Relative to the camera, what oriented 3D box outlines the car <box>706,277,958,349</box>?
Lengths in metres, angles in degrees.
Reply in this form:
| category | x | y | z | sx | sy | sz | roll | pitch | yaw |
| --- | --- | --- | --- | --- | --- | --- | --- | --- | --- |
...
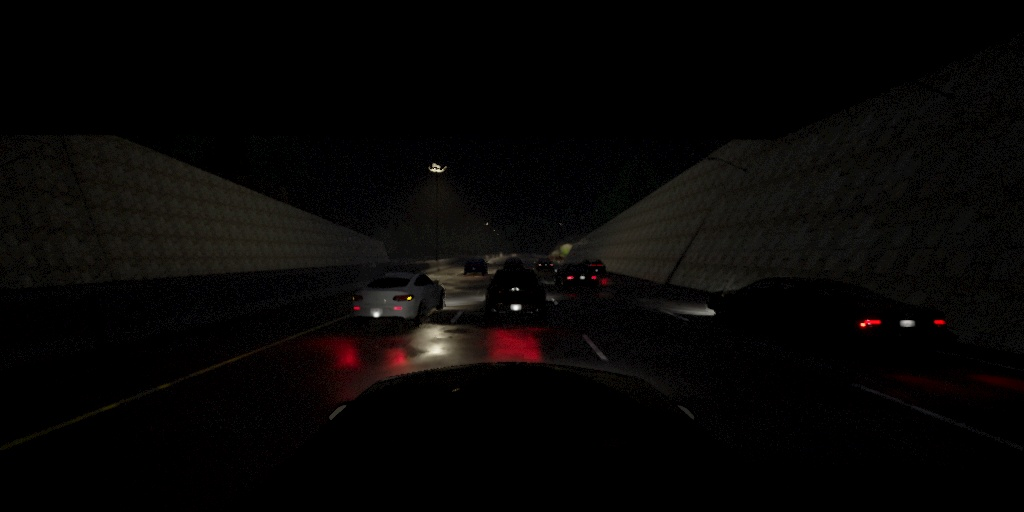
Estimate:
| category | x | y | z | sx | sy | sz | roll | pitch | yaw |
| --- | --- | --- | --- | --- | --- | --- | --- | --- | --- |
| car | 7.109 | 1.240 | 8.952 | 2.033 | 1.411 | 5.357 | 0 | 0 | 0 |

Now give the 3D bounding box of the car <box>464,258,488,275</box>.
| category | x | y | z | sx | sy | sz | roll | pitch | yaw |
| --- | --- | --- | --- | --- | --- | --- | --- | --- | --- |
| car | -3.354 | 0.953 | 33.954 | 1.882 | 1.535 | 5.008 | 0 | 0 | 0 |

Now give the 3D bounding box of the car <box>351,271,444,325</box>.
| category | x | y | z | sx | sy | sz | roll | pitch | yaw |
| --- | --- | --- | --- | --- | --- | --- | --- | --- | --- |
| car | -3.387 | 1.193 | 11.276 | 1.812 | 1.442 | 4.674 | 0 | 0 | 0 |

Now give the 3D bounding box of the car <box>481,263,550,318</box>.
| category | x | y | z | sx | sy | sz | roll | pitch | yaw |
| --- | --- | --- | --- | --- | --- | --- | --- | --- | --- |
| car | 0.114 | 1.164 | 12.467 | 1.837 | 1.490 | 4.892 | 0 | 0 | 0 |

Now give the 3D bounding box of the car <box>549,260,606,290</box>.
| category | x | y | z | sx | sy | sz | roll | pitch | yaw |
| --- | --- | --- | --- | --- | --- | --- | --- | --- | --- |
| car | 3.627 | 1.137 | 20.919 | 2.033 | 1.411 | 5.357 | 0 | 0 | 0 |

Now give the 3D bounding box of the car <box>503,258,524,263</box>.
| category | x | y | z | sx | sy | sz | roll | pitch | yaw |
| --- | --- | --- | --- | --- | --- | --- | --- | --- | --- |
| car | 0.146 | 0.955 | 33.922 | 1.882 | 1.535 | 5.008 | 0 | 0 | 0 |

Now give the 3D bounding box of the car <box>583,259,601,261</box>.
| category | x | y | z | sx | sy | sz | roll | pitch | yaw |
| --- | --- | --- | --- | --- | --- | --- | --- | --- | --- |
| car | 7.144 | 0.984 | 32.627 | 2.128 | 1.511 | 4.902 | 0 | 0 | 0 |

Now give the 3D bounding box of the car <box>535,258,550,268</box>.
| category | x | y | z | sx | sy | sz | roll | pitch | yaw |
| --- | --- | --- | --- | --- | --- | --- | --- | --- | --- |
| car | 3.656 | 0.966 | 41.080 | 2.033 | 1.411 | 5.357 | 0 | 0 | 0 |
